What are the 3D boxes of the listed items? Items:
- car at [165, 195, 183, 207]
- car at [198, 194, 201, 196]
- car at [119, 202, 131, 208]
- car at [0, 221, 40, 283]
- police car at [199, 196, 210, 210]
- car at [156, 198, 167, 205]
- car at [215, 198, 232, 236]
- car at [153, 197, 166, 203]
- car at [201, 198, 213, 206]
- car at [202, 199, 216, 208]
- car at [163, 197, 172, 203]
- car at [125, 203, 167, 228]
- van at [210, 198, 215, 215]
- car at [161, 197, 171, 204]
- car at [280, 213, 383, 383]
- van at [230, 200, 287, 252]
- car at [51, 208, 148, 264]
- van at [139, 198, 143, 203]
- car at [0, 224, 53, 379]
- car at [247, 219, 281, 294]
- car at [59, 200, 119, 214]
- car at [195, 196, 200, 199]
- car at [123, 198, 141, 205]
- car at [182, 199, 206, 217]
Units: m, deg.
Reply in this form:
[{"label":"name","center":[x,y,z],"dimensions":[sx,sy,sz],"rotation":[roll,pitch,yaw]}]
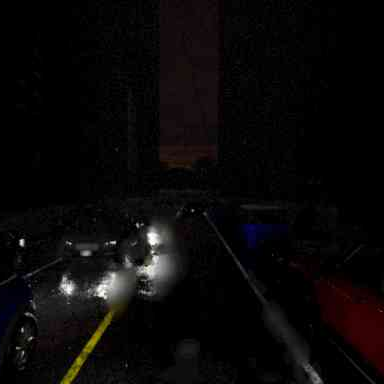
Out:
[{"label":"car","center":[-3.097,1.756,58.310],"dimensions":[1.837,1.490,4.892],"rotation":[0,0,0]},{"label":"car","center":[2.696,1.829,75.229],"dimensions":[1.752,1.417,4.829],"rotation":[-1,0,0]},{"label":"car","center":[-5.789,1.651,22.887],"dimensions":[1.887,1.381,4.507],"rotation":[-1,0,0]},{"label":"car","center":[-5.777,1.591,8.228],"dimensions":[2.008,1.369,4.403],"rotation":[-1,0,0]},{"label":"police car","center":[2.334,1.614,42.866],"dimensions":[1.930,1.638,5.238],"rotation":[0,0,0]},{"label":"car","center":[-5.820,1.854,64.122],"dimensions":[1.802,1.307,4.206],"rotation":[-1,0,0]},{"label":"car","center":[2.762,1.401,18.803],"dimensions":[2.192,1.841,5.009],"rotation":[-1,0,0]},{"label":"car","center":[-5.817,1.799,58.745],"dimensions":[1.887,1.381,4.507],"rotation":[-1,0,0]},{"label":"car","center":[2.708,1.820,59.451],"dimensions":[1.947,1.339,4.313],"rotation":[-1,0,0]},{"label":"car","center":[2.713,1.801,54.247],"dimensions":[1.947,1.339,4.313],"rotation":[-1,0,0]},{"label":"car","center":[-5.833,1.884,80.257],"dimensions":[1.947,1.339,4.313],"rotation":[-1,0,0]},{"label":"car","center":[-3.075,1.707,22.992],"dimensions":[1.895,1.301,4.718],"rotation":[0,0,0]},{"label":"van","center":[2.766,1.472,28.978],"dimensions":[1.690,1.788,3.998],"rotation":[-1,0,0]},{"label":"car","center":[-5.828,1.856,74.878],"dimensions":[2.008,1.369,4.403],"rotation":[-1,0,0]},{"label":"car","center":[2.756,1.331,3.540],"dimensions":[2.192,1.841,5.009],"rotation":[-1,0,0]},{"label":"van","center":[2.760,1.404,13.715],"dimensions":[1.690,1.788,3.998],"rotation":[-1,0,0]},{"label":"car","center":[-3.100,1.550,12.201],"dimensions":[2.128,1.511,4.902],"rotation":[0,0,0]},{"label":"van","center":[-5.799,1.490,32.660],"dimensions":[1.690,1.788,3.998],"rotation":[-1,0,0]},{"label":"car","center":[-3.101,1.365,2.527],"dimensions":[2.097,1.767,4.553],"rotation":[0,0,0]},{"label":"car","center":[2.762,1.622,8.626],"dimensions":[1.802,1.307,4.206],"rotation":[-1,0,0]},{"label":"car","center":[-5.788,1.400,18.002],"dimensions":[2.192,1.841,5.009],"rotation":[-1,0,0]},{"label":"car","center":[0.067,1.706,45.025],"dimensions":[1.837,1.490,4.892],"rotation":[0,0,0]},{"label":"car","center":[-5.794,1.568,27.773],"dimensions":[1.967,1.590,4.097],"rotation":[-1,0,0]},{"label":"car","center":[0.073,1.713,33.092],"dimensions":[1.994,1.385,4.181],"rotation":[0,0,0]}]
